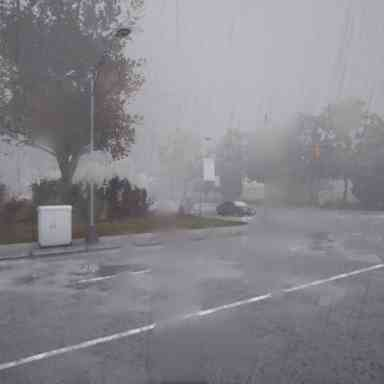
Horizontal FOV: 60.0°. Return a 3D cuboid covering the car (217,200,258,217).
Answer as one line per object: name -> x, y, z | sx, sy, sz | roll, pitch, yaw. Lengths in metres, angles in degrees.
car -> 4.184, 1.530, 31.652 | 1.812, 1.442, 4.674 | 0, 0, -32
